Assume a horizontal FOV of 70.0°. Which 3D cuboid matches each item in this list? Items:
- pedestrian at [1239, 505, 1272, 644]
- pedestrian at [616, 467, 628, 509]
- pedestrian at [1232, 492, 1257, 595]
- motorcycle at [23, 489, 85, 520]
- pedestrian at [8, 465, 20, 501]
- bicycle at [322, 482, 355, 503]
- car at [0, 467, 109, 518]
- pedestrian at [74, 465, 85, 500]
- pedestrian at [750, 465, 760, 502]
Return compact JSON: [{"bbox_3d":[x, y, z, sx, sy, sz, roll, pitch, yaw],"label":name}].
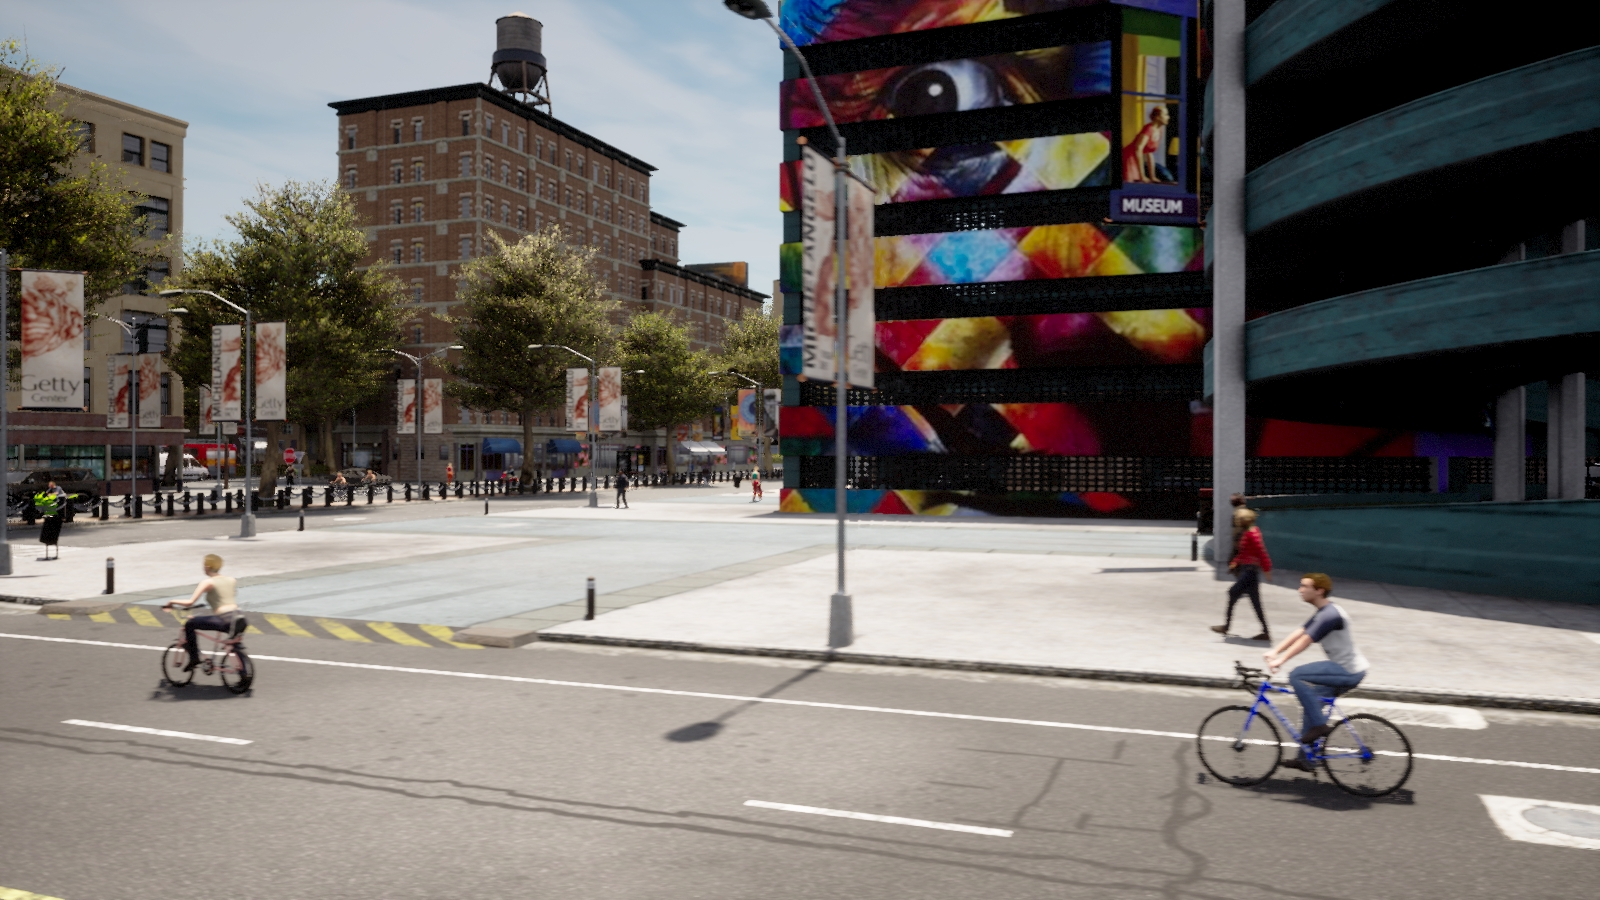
[{"bbox_3d":[6.274,1.701,15.747,0.375,1.860,0.375,0,0,15],"label":"pedestrian"},{"bbox_3d":[-8.021,1.708,51.422,0.375,1.860,0.375,0,0,27],"label":"pedestrian"},{"bbox_3d":[8.144,1.702,20.942,0.375,1.860,0.375,0,0,30],"label":"pedestrian"},{"bbox_3d":[-30.561,2.221,46.840,0.803,1.145,2.033,0,0,21],"label":"motorcycle"},{"bbox_3d":[-41.003,1.706,59.590,0.375,1.860,0.375,0,0,21],"label":"pedestrian"},{"bbox_3d":[-24.891,2.268,61.633,0.859,1.080,1.487,0,0,21],"label":"bicycle"},{"bbox_3d":[-33.283,1.788,49.500,2.150,2.045,5.566,0,0,21],"label":"car"},{"bbox_3d":[-37.974,1.707,60.198,0.375,1.860,0.375,0,0,38],"label":"pedestrian"},{"bbox_3d":[-2.265,1.710,57.745,0.375,1.860,0.375,0,0,24],"label":"pedestrian"}]
